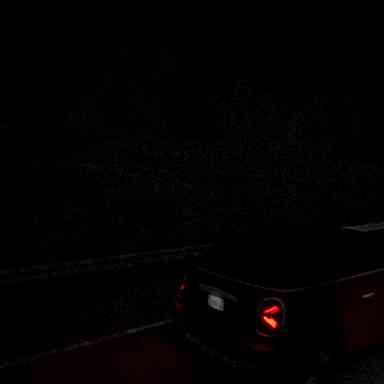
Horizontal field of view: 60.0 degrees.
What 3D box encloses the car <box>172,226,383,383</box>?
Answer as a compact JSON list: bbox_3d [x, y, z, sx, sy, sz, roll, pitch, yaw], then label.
[{"bbox_3d":[2.013,1.313,5.183,4.553,1.767,2.097,-1,0,-36],"label":"car"}]
